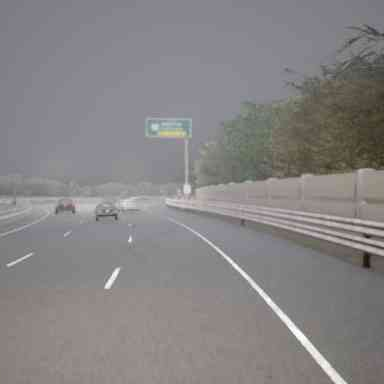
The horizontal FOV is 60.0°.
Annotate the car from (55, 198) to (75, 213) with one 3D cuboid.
[{"bbox_3d":[-15.006,1.522,39.223,2.097,1.767,4.553,-1,0,-23],"label":"car"}]

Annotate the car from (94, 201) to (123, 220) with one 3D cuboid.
[{"bbox_3d":[-7.611,1.634,29.419,2.033,1.411,5.357,-1,0,-17],"label":"car"}]

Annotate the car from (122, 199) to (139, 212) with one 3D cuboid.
[{"bbox_3d":[-7.703,1.613,39.892,1.812,1.442,4.674,0,0,-22],"label":"car"}]
